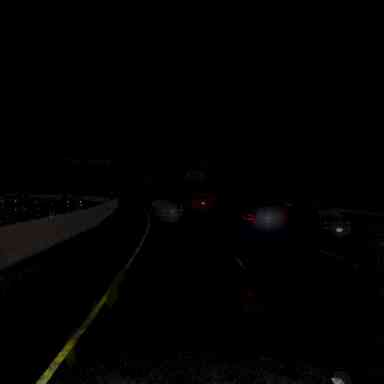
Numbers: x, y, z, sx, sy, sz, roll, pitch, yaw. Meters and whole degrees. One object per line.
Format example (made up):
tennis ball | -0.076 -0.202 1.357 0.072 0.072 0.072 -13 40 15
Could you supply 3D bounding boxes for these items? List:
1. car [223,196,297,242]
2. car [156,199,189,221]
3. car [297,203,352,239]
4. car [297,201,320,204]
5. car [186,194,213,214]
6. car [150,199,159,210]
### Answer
car | 2.960 1.214 16.439 2.150 2.045 5.566 0 0 -4
car | -1.698 1.552 27.393 1.994 1.385 4.181 0 0 -7
car | 6.401 1.518 17.165 1.812 1.442 4.674 0 0 -4
car | 9.015 1.465 26.341 1.882 1.535 5.008 0 0 -7
car | 0.683 1.205 35.382 2.150 2.045 5.566 0 0 -9
car | -4.307 1.581 42.823 1.895 1.301 4.718 0 0 -12
